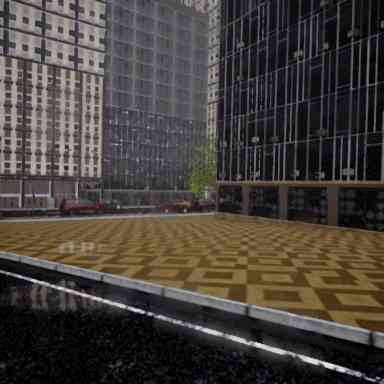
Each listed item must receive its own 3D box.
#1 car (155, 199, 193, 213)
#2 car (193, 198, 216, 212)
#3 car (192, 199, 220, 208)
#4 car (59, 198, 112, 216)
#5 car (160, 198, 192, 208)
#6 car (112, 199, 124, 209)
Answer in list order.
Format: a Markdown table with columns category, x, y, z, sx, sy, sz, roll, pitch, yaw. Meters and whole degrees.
| category | x | y | z | sx | sy | sz | roll | pitch | yaw |
| --- | --- | --- | --- | --- | --- | --- | --- | --- | --- |
| car | -2.541 | 1.957 | 42.714 | 4.507 | 1.381 | 1.887 | 1 | 1 | -34 |
| car | 2.141 | 1.774 | 45.913 | 5.009 | 1.841 | 2.192 | 1 | 1 | -34 |
| car | 2.363 | 1.863 | 55.622 | 4.313 | 1.339 | 1.947 | 1 | 1 | -34 |
| car | -11.889 | 1.635 | 36.303 | 5.009 | 1.841 | 2.192 | 1 | 1 | -34 |
| car | -2.454 | 1.774 | 52.321 | 4.829 | 1.417 | 1.752 | 1 | 1 | -34 |
| car | -11.668 | 1.709 | 46.011 | 4.403 | 1.369 | 2.008 | 1 | 1 | -34 |
